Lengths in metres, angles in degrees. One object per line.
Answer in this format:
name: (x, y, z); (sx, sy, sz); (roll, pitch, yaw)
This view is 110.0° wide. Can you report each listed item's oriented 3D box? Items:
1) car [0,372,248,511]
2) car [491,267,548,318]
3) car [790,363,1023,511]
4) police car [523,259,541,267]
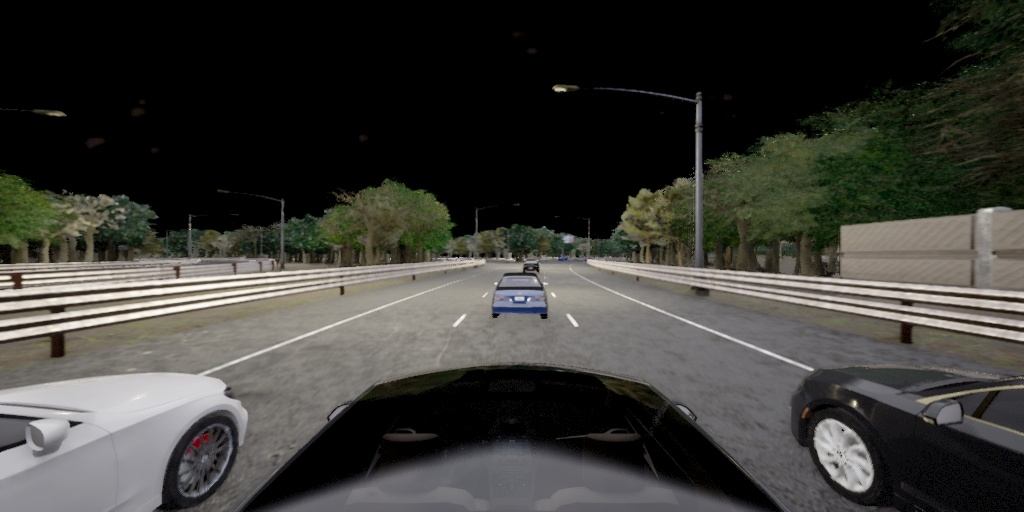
car: (-3.374, 1.273, 1.370); (1.812, 1.442, 4.674); (0, 0, 0)
car: (0.298, 1.301, 13.048); (2.033, 1.411, 5.357); (0, 0, 2)
car: (3.625, 1.258, 1.494); (1.837, 1.490, 4.892); (0, 0, 0)
police car: (2.443, 1.185, 43.998); (1.930, 1.638, 5.238); (0, 0, 6)
